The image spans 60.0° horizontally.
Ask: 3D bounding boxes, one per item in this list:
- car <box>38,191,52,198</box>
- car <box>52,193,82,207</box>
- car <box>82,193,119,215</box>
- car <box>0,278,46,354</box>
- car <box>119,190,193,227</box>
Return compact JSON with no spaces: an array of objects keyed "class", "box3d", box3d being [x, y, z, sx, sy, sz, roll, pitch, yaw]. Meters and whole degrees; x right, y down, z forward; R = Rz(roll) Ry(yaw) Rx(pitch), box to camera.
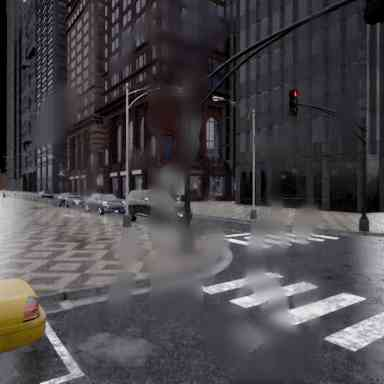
[{"class":"car","box3d":[-26.398,0.450,60.000,1.994,1.385,4.181,0,1,-36]},{"class":"car","box3d":[-13.166,0.827,36.074,2.128,1.511,4.902,0,1,-36]},{"class":"car","box3d":[-7.148,0.872,27.671,2.097,1.767,4.553,0,1,-35]},{"class":"car","box3d":[-4.264,1.525,3.614,4.829,1.417,1.752,0,0,-35]},{"class":"car","box3d":[-2.230,0.898,20.808,2.150,2.045,5.566,0,1,-36]}]
